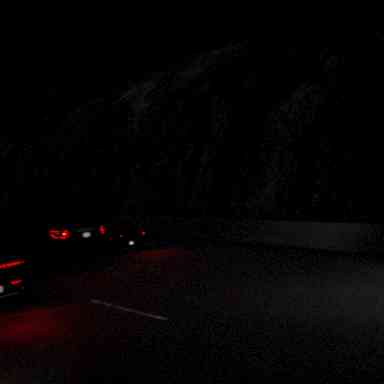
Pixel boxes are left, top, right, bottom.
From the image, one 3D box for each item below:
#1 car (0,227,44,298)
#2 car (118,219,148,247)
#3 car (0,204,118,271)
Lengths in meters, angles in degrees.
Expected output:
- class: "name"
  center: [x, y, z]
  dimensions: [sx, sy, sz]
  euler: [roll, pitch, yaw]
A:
- class: "car"
  center: [-5.748, 1.652, 7.661]
  dimensions: [4.892, 1.490, 1.837]
  euler: [-1, -1, 34]
- class: "car"
  center: [-4.374, 1.863, 15.148]
  dimensions: [4.718, 1.301, 1.895]
  euler: [-1, -1, 34]
- class: "car"
  center: [-5.459, 1.432, 11.673]
  dimensions: [5.566, 2.045, 2.150]
  euler: [-1, -1, 34]
